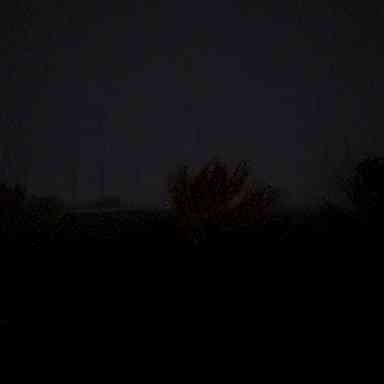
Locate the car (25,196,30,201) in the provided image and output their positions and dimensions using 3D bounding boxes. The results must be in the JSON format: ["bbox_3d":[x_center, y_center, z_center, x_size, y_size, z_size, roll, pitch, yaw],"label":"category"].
[{"bbox_3d":[-22.000,1.498,39.726,2.150,2.045,5.566,-1,-1,36],"label":"car"}]

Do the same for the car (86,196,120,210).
[{"bbox_3d":[-13.625,1.656,51.344,2.150,2.045,5.566,-1,-2,36],"label":"car"}]

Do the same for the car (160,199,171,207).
[{"bbox_3d":[-4.140,2.115,64.378,1.837,1.490,4.892,-1,-2,36],"label":"car"}]
